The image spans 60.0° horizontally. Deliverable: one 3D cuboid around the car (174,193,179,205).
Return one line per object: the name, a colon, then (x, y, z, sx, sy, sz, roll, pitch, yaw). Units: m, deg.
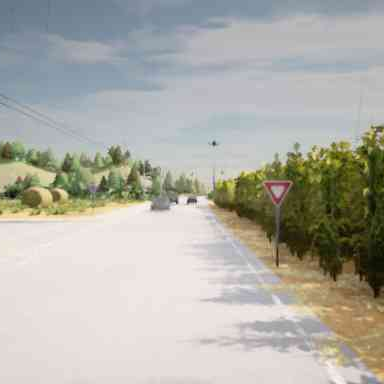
car: (-3.462, 1.145, 58.679, 2.150, 2.045, 5.566, 0, 0, 1)

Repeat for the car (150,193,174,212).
car: (-3.575, 1.302, 38.540, 2.097, 1.767, 4.553, 0, 0, 0)

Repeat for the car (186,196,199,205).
car: (0.042, 1.427, 58.659, 1.837, 1.490, 4.892, 0, 0, 1)
